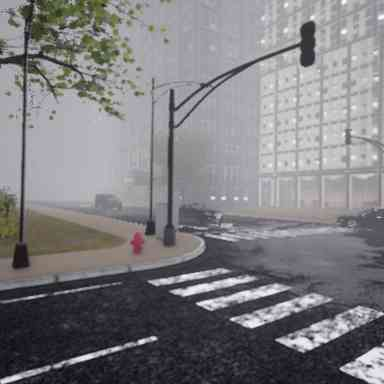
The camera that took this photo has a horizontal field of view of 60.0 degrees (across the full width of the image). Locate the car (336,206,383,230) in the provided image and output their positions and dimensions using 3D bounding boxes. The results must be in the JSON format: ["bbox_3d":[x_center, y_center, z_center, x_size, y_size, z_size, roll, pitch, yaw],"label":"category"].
[{"bbox_3d":[11.906,1.707,21.301,4.892,1.490,1.837,1,5,21],"label":"car"}]

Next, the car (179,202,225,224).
[{"bbox_3d":[0.501,1.524,25.262,2.128,1.511,4.902,1,-1,-34],"label":"car"}]

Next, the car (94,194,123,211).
[{"bbox_3d":[-10.599,1.230,41.871,2.150,2.045,5.566,1,-1,-34],"label":"car"}]
